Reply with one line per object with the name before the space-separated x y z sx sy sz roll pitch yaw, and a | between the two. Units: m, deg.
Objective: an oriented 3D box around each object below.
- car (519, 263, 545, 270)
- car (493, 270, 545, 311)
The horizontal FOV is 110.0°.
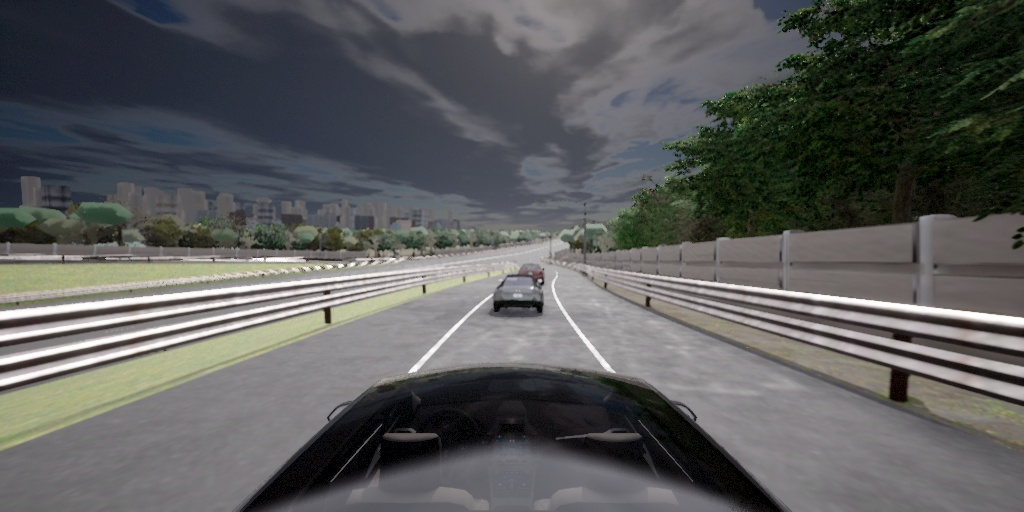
car | 1.644 1.388 29.802 2.097 1.767 4.553 0 -1 7
car | 0.330 1.451 15.187 1.994 1.385 4.181 0 -1 3
